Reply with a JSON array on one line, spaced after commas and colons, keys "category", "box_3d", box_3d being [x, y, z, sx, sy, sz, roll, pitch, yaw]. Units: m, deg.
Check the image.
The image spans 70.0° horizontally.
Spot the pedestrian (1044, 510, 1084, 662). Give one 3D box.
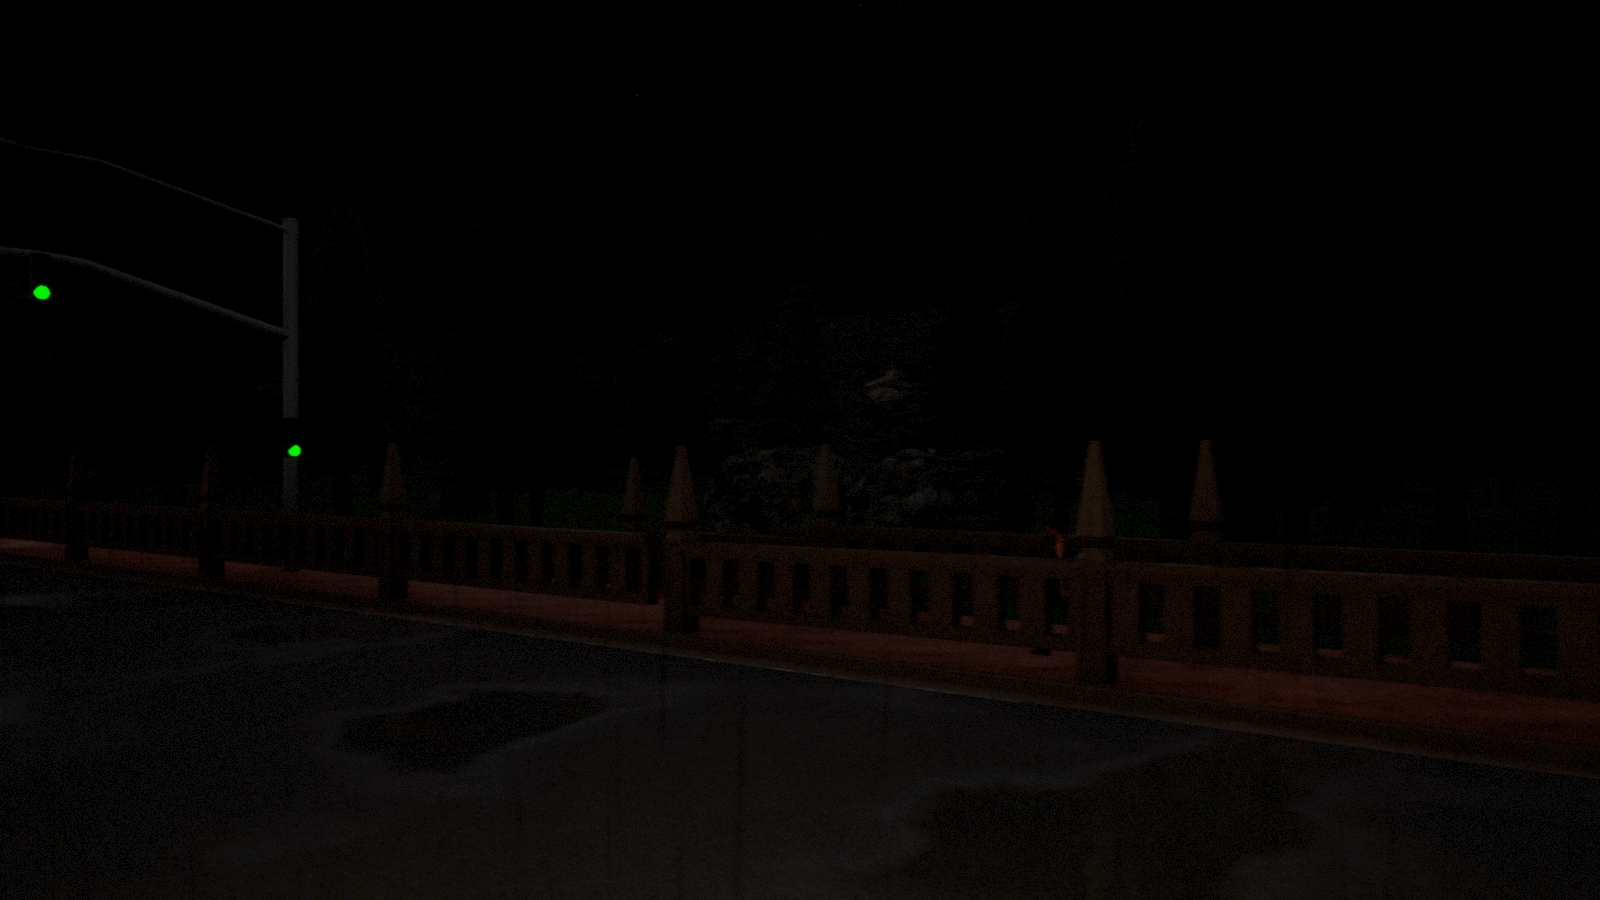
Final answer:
[{"category": "pedestrian", "box_3d": [3.338, 1.696, 14.437, 0.375, 1.860, 0.375, 0, 0, 35]}]
